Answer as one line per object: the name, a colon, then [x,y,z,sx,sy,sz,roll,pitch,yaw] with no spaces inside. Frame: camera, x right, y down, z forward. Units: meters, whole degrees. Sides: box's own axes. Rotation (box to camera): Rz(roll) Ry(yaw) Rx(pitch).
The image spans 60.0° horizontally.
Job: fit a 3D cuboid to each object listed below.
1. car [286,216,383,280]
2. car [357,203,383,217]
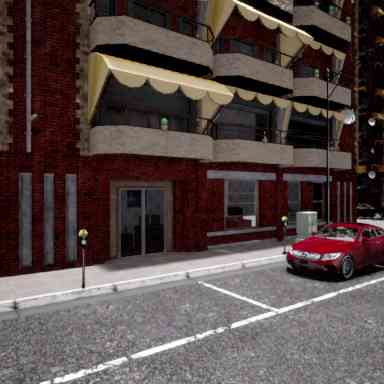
car: [4.631,1.582,9.914,4.206,1.307,1.802,0,0,-35]
car: [16.561,1.790,31.593,1.837,1.490,4.892,0,-1,-36]
